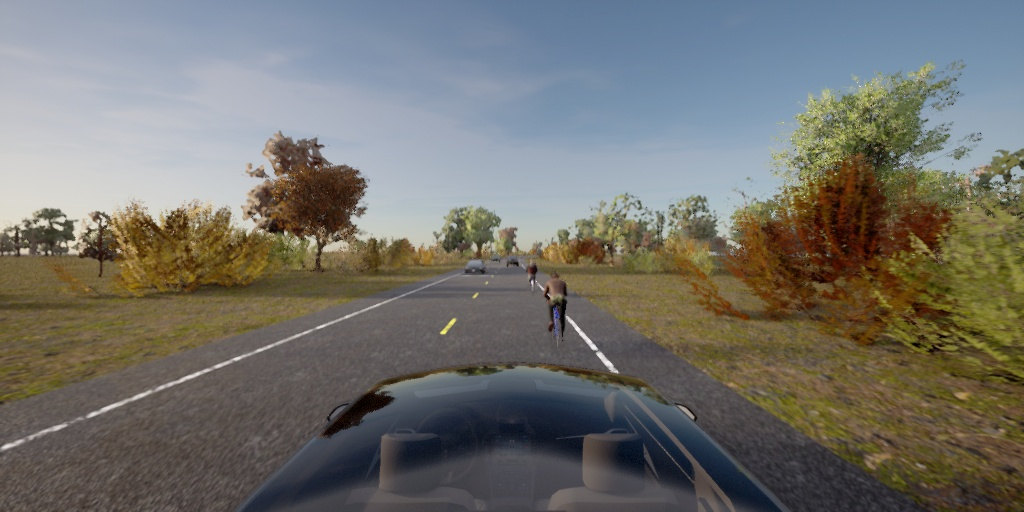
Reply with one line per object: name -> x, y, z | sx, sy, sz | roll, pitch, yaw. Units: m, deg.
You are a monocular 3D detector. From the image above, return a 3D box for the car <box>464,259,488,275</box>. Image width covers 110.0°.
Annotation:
car -> -3.591, 1.048, 35.732 | 1.812, 1.442, 4.674 | 0, 0, 0

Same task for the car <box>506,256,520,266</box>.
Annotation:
car -> 0.106, 0.862, 56.843 | 1.837, 1.490, 4.892 | 0, 0, 0

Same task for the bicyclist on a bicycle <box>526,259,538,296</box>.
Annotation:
bicyclist on a bicycle -> 0.966, 1.019, 17.512 | 0.659, 1.776, 1.843 | 0, 1, 0

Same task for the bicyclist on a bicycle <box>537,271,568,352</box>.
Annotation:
bicyclist on a bicycle -> 0.966, 1.165, 7.843 | 0.582, 1.620, 1.656 | 0, 0, 0
